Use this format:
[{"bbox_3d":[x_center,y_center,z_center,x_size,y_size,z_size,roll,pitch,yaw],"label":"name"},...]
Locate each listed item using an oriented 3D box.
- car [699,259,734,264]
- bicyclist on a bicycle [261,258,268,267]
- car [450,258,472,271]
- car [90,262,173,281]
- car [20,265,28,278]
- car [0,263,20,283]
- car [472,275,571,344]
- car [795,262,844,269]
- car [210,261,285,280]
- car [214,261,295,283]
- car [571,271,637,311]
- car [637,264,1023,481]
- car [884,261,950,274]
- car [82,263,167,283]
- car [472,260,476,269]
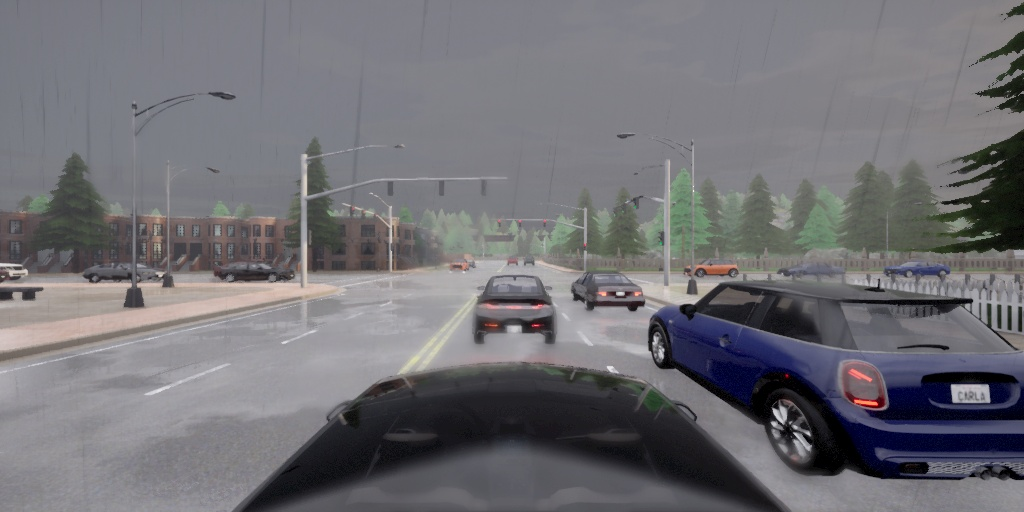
[{"bbox_3d":[18.760,1.101,33.950,4.553,1.767,2.097,0,0,0],"label":"car"},{"bbox_3d":[-28.753,1.052,41.650,0.582,1.620,1.656,0,0,-1],"label":"bicyclist on a bicycle"},{"bbox_3d":[-7.021,1.101,48.325,2.097,1.767,4.553,0,0,0],"label":"car"},{"bbox_3d":[-31.921,1.275,30.204,4.674,1.442,1.812,0,0,-7],"label":"car"},{"bbox_3d":[-42.183,0.971,27.873,5.566,2.045,2.150,0,0,-21],"label":"car"},{"bbox_3d":[-39.179,1.227,25.204,5.008,1.535,1.882,0,0,-18],"label":"car"},{"bbox_3d":[0.075,1.241,9.533,2.128,1.511,4.902,0,0,1],"label":"car"},{"bbox_3d":[28.285,1.296,33.921,5.357,1.411,2.033,0,0,1],"label":"car"},{"bbox_3d":[-22.524,1.227,30.643,5.008,1.535,1.882,0,0,-1],"label":"car"},{"bbox_3d":[-19.206,1.227,27.205,5.008,1.535,1.882,0,0,-1],"label":"car"},{"bbox_3d":[3.604,1.297,14.361,2.033,1.411,5.357,0,0,0],"label":"car"},{"bbox_3d":[3.607,1.102,4.943,2.097,1.767,4.553,0,0,0],"label":"car"},{"bbox_3d":[38.162,1.227,33.890,5.008,1.535,1.882,0,0,0],"label":"car"},{"bbox_3d":[-28.959,1.241,26.929,4.902,1.511,2.128,0,0,-4],"label":"car"},{"bbox_3d":[-6.994,1.274,58.257,1.812,1.442,4.674,0,0,1],"label":"car"}]
